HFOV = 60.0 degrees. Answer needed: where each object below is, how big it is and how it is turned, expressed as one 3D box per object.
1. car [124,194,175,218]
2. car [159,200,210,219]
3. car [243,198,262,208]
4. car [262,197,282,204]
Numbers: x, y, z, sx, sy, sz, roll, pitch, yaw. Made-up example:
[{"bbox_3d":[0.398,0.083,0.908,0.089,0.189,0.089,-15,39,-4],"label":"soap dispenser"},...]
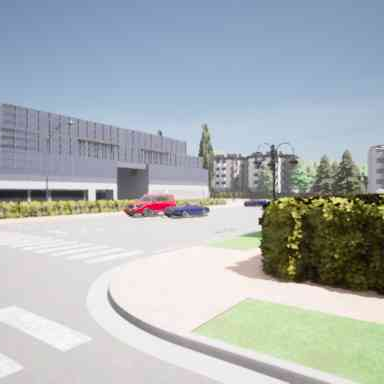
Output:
[{"bbox_3d":[-3.671,1.222,30.702,2.150,2.045,5.566,0,0,36],"label":"car"},{"bbox_3d":[-0.393,1.605,29.302,1.895,1.301,4.718,0,0,35],"label":"car"},{"bbox_3d":[9.268,1.602,49.344,1.895,1.301,4.718,0,0,32],"label":"car"},{"bbox_3d":[12.273,1.496,47.585,2.128,1.511,4.902,0,0,32],"label":"car"}]
